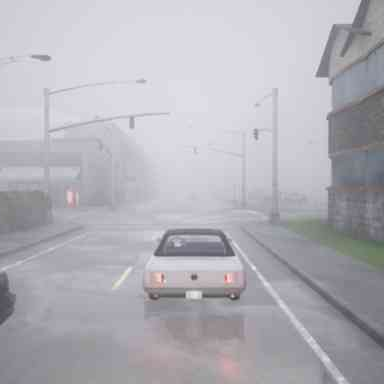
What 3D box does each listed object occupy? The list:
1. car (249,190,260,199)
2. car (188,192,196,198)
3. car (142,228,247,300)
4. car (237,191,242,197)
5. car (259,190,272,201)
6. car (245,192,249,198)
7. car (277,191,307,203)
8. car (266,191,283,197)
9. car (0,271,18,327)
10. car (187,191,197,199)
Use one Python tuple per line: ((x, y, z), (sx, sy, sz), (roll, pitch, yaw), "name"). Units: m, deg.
((14.189, 0.443, 67.303), (3.866, 1.878, 1.905), (0, 1, 0), "car")
((0.031, 0.739, 82.040), (1.994, 1.385, 4.181), (0, 1, 0), "car")
((0.060, 1.521, 8.131), (1.895, 1.301, 4.718), (0, 1, 1), "car")
((13.919, 0.533, 88.794), (3.633, 1.501, 1.845), (0, 1, 0), "car")
((14.185, 0.643, 54.510), (5.027, 1.636, 2.152), (0, 1, 0), "car")
((13.777, 0.436, 70.209), (4.605, 1.855, 1.932), (0, 1, 0), "car")
((14.507, 0.783, 48.094), (3.806, 1.475, 1.970), (0, 1, 0), "car")
((21.339, 0.573, 85.812), (3.806, 1.475, 1.970), (0, 1, 0), "car")
((-3.592, 1.520, 2.734), (2.033, 1.411, 5.357), (0, 1, 0), "car")
((0.027, 0.656, 71.946), (2.097, 1.767, 4.553), (0, 1, 0), "car")
